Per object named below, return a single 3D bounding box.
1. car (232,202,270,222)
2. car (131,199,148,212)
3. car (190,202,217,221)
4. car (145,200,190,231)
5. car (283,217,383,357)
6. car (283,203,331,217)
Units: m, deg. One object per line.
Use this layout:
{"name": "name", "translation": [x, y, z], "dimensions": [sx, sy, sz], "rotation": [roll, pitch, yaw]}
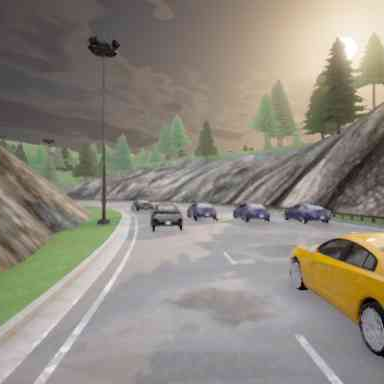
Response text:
{"name": "car", "translation": [4.582, 1.531, 26.004], "dimensions": [1.812, 1.442, 4.674], "rotation": [0, 0, -10]}
{"name": "car", "translation": [-5.787, 1.518, 38.297], "dimensions": [1.812, 1.442, 4.674], "rotation": [0, 0, -20]}
{"name": "car", "translation": [0.764, 1.526, 27.459], "dimensions": [1.812, 1.442, 4.674], "rotation": [0, 0, -10]}
{"name": "car", "translation": [-1.669, 1.490, 20.779], "dimensions": [2.128, 1.511, 4.902], "rotation": [0, 0, -8]}
{"name": "car", "translation": [3.376, 1.481, 6.073], "dimensions": [1.882, 1.535, 5.008], "rotation": [0, 0, -2]}
{"name": "car", "translation": [8.377, 1.535, 24.554], "dimensions": [1.812, 1.442, 4.674], "rotation": [0, 0, -9]}
